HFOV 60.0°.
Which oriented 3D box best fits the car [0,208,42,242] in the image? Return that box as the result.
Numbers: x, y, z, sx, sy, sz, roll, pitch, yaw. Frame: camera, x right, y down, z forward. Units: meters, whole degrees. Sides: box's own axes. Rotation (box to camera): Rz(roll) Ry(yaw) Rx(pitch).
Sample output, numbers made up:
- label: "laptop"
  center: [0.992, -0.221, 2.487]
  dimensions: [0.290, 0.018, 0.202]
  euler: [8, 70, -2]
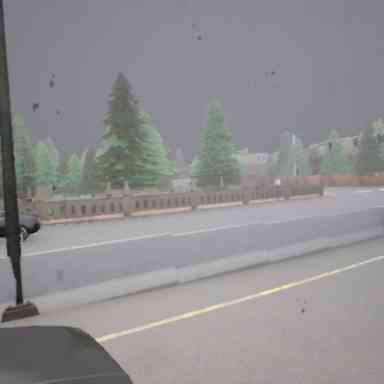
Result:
- label: "car"
  center: [-9.269, 1.483, 14.576]
  dimensions: [4.902, 1.511, 2.128]
  euler: [-1, 0, -35]

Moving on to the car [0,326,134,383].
- label: "car"
  center: [-2.905, 1.547, 1.675]
  dimensions: [5.357, 1.411, 2.033]
  euler: [0, 0, -35]

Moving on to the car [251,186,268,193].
- label: "car"
  center: [11.830, -0.615, 57.914]
  dimensions: [2.033, 1.411, 5.357]
  euler: [-4, 2, -35]
